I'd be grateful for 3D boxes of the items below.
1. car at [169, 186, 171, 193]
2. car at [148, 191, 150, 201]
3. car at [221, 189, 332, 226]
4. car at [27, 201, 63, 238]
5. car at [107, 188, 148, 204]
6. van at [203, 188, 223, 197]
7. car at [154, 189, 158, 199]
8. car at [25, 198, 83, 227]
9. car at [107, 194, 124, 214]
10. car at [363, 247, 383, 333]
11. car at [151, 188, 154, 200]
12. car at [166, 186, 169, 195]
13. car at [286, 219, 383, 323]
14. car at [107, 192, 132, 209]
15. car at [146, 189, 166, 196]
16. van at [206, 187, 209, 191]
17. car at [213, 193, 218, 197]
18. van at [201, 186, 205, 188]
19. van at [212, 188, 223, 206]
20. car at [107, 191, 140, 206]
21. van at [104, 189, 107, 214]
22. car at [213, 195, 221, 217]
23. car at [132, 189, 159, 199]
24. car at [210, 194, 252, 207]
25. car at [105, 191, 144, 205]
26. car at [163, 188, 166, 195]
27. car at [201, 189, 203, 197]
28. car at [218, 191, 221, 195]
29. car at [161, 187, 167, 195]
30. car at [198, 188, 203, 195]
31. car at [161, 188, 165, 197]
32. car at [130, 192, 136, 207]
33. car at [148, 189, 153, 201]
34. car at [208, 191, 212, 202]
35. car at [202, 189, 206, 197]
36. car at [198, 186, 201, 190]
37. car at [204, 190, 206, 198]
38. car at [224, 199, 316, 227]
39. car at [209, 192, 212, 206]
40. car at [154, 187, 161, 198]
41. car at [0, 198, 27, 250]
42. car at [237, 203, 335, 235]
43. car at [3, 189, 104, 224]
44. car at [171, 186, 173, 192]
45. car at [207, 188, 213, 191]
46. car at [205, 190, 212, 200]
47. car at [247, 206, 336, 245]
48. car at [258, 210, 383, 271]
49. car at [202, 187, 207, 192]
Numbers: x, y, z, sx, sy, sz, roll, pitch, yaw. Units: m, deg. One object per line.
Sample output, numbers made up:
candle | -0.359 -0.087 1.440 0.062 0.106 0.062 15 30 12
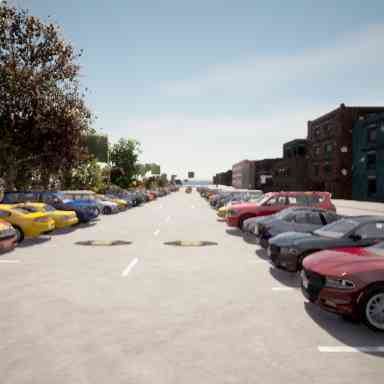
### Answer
car | -8.570 -0.036 86.587 4.553 1.767 2.185 0 1 0
car | -8.542 0.862 44.947 4.674 1.452 2.002 0 1 0
car | 4.512 1.019 17.136 5.566 2.045 2.435 0 1 0
car | -8.534 1.308 14.192 5.008 1.535 2.097 0 1 0
car | -8.511 0.662 39.374 5.566 2.045 2.435 0 1 0
van | 4.657 0.071 75.454 4.442 1.987 1.878 0 1 0
car | -8.544 0.681 53.299 5.008 1.535 2.097 0 1 0
car | -8.725 1.260 17.100 5.366 1.575 1.946 0 1 0
car | -8.542 1.131 28.239 4.674 1.452 2.002 0 1 0
car | 4.538 1.459 3.207 4.674 1.452 2.002 0 0 0
car | -8.507 0.603 50.513 4.553 1.767 2.185 0 1 0
car | -8.567 0.039 75.447 5.566 2.045 2.435 0 1 0
car | 4.547 1.404 5.996 5.008 1.535 2.097 0 0 0
car | -8.545 1.047 31.023 5.008 1.535 2.097 0 1 0
car | -8.507 0.112 78.359 4.553 1.767 2.185 0 1 0
van | 4.658 0.558 47.687 4.442 1.987 1.878 0 1 0
car | 4.534 1.098 28.272 4.892 1.521 2.231 0 1 0
van | 4.658 0.169 70.013 4.442 1.987 1.878 0 1 0
van | 4.424 0.827 31.052 4.442 1.987 1.878 0 1 0
car | -8.568 0.988 36.591 4.792 1.488 2.163 0 1 0
van | -8.423 0.951 22.666 4.442 1.987 1.878 0 1 0
car | 4.355 1.180 22.706 5.366 1.575 1.946 0 1 0
car | -8.570 0.411 61.652 4.553 1.767 2.185 0 1 0
car | 4.538 0.960 39.405 4.674 1.452 2.002 0 1 0
car | -8.508 0.742 42.160 4.553 1.767 2.185 0 1 0
car | -8.544 0.388 70.008 5.008 1.535 2.097 0 1 0
car | 4.535 0.544 61.669 4.892 1.521 2.231 0 1 0
car | 4.572 1.017 25.362 4.553 1.767 2.185 0 1 0
car | -8.724 0.337 72.668 5.366 1.575 1.946 0 1 0
car | 4.355 0.491 64.451 5.366 1.575 1.946 0 1 0
car | -8.509 0.468 67.223 4.792 1.488 2.163 0 1 0
car | -8.546 1.004 33.808 4.892 1.521 2.231 0 1 0
car | -8.534 0.775 47.731 5.008 1.535 2.097 0 1 0
car | 4.546 0.964 36.621 5.008 1.535 2.097 0 1 0
car | 4.538 0.680 56.103 4.674 1.452 2.002 0 1 0
car | 4.569 0.094 72.795 5.566 2.045 2.435 0 1 0
car | 4.570 0.765 50.537 4.792 1.488 2.163 0 1 0
car | 4.546 1.227 19.923 5.008 1.535 2.097 0 1 0
car | 4.535 1.009 33.838 5.008 1.535 2.097 0 1 0
car | -8.511 0.382 56.082 5.566 2.045 2.435 0 1 0
car | -8.571 1.221 11.405 4.553 1.767 2.185 0 1 0
car | 4.543 1.353 14.358 4.674 1.452 2.002 0 1 0
car | -8.511 0.969 19.881 5.566 2.045 2.435 0 1 0
car | -8.567 -0.214 89.495 5.566 2.045 2.435 0 1 0
car | 4.572 0.703 44.968 4.553 1.767 2.185 0 1 0
car | 4.726 0.871 42.187 5.366 1.575 1.946 0 1 0
car | 4.570 1.381 11.573 4.792 1.488 2.163 0 1 0
car | 4.546 1.382 8.785 5.008 1.535 2.097 0 1 0
car | 4.572 0.467 58.882 4.553 1.767 2.185 0 1 0
